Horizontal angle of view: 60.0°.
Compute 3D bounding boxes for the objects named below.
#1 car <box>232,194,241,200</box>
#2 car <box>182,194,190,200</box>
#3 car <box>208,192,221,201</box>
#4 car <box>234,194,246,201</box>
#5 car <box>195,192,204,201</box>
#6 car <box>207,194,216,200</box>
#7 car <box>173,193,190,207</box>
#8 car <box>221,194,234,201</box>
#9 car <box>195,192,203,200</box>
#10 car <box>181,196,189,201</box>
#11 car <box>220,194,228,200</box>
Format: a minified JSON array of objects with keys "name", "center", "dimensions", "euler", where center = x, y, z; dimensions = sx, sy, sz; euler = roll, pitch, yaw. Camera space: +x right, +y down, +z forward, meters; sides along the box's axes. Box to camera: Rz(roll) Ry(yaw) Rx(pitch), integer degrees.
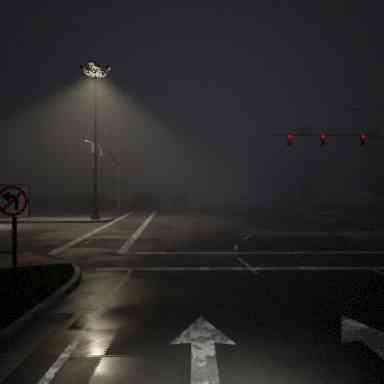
[{"name":"car","center":[12.425,1.319,92.914],"dimensions":[1.837,1.490,4.892],"euler":[0,0,0]},{"name":"car","center":[-1.575,1.344,92.986],"dimensions":[2.128,1.511,4.902],"euler":[0,0,0]},{"name":"car","center":[5.377,1.337,83.750],"dimensions":[2.097,1.767,4.553],"euler":[0,0,0]},{"name":"car","center":[12.377,1.460,83.744],"dimensions":[1.882,1.535,5.008],"euler":[0,0,0]},{"name":"car","center":[1.875,1.459,83.382],"dimensions":[1.882,1.535,5.008],"euler":[0,0,0]},{"name":"car","center":[5.425,1.344,92.950],"dimensions":[2.128,1.511,4.902],"euler":[0,0,0]},{"name":"car","center":[-1.788,1.213,51.984],"dimensions":[2.150,2.045,5.566],"euler":[0,0,0]},{"name":"car","center":[8.881,1.338,84.532],"dimensions":[2.097,1.767,4.553],"euler":[0,0,0]},{"name":"car","center":[1.925,1.044,92.998],"dimensions":[2.150,2.045,5.566],"euler":[0,0,0]},{"name":"car","center":[-1.622,1.577,83.847],"dimensions":[1.895,1.301,4.718],"euler":[0,0,0]},{"name":"car","center":[8.925,1.371,92.932],"dimensions":[1.994,1.385,4.181],"euler":[0,0,0]}]
